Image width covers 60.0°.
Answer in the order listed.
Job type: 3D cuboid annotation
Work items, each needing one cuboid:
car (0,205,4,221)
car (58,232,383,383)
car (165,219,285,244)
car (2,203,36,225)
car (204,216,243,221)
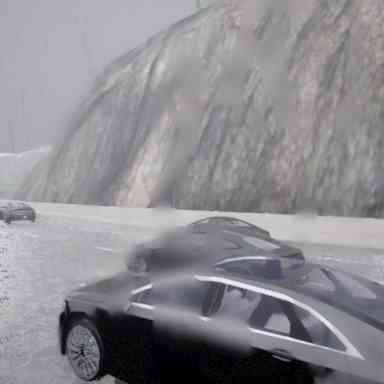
[{"bbox_3d":[-13.377,1.577,19.870,5.357,1.411,2.033,0,0,44],"label":"car"},{"bbox_3d":[0.433,1.500,3.789,4.902,1.511,2.128,0,0,36],"label":"car"},{"bbox_3d":[0.440,1.543,8.160,4.674,1.442,1.812,0,0,37],"label":"car"},{"bbox_3d":[-13.284,1.531,24.698,4.902,1.511,2.128,0,0,44],"label":"car"},{"bbox_3d":[0.816,1.590,12.291,4.181,1.385,1.994,0,0,38],"label":"car"}]
